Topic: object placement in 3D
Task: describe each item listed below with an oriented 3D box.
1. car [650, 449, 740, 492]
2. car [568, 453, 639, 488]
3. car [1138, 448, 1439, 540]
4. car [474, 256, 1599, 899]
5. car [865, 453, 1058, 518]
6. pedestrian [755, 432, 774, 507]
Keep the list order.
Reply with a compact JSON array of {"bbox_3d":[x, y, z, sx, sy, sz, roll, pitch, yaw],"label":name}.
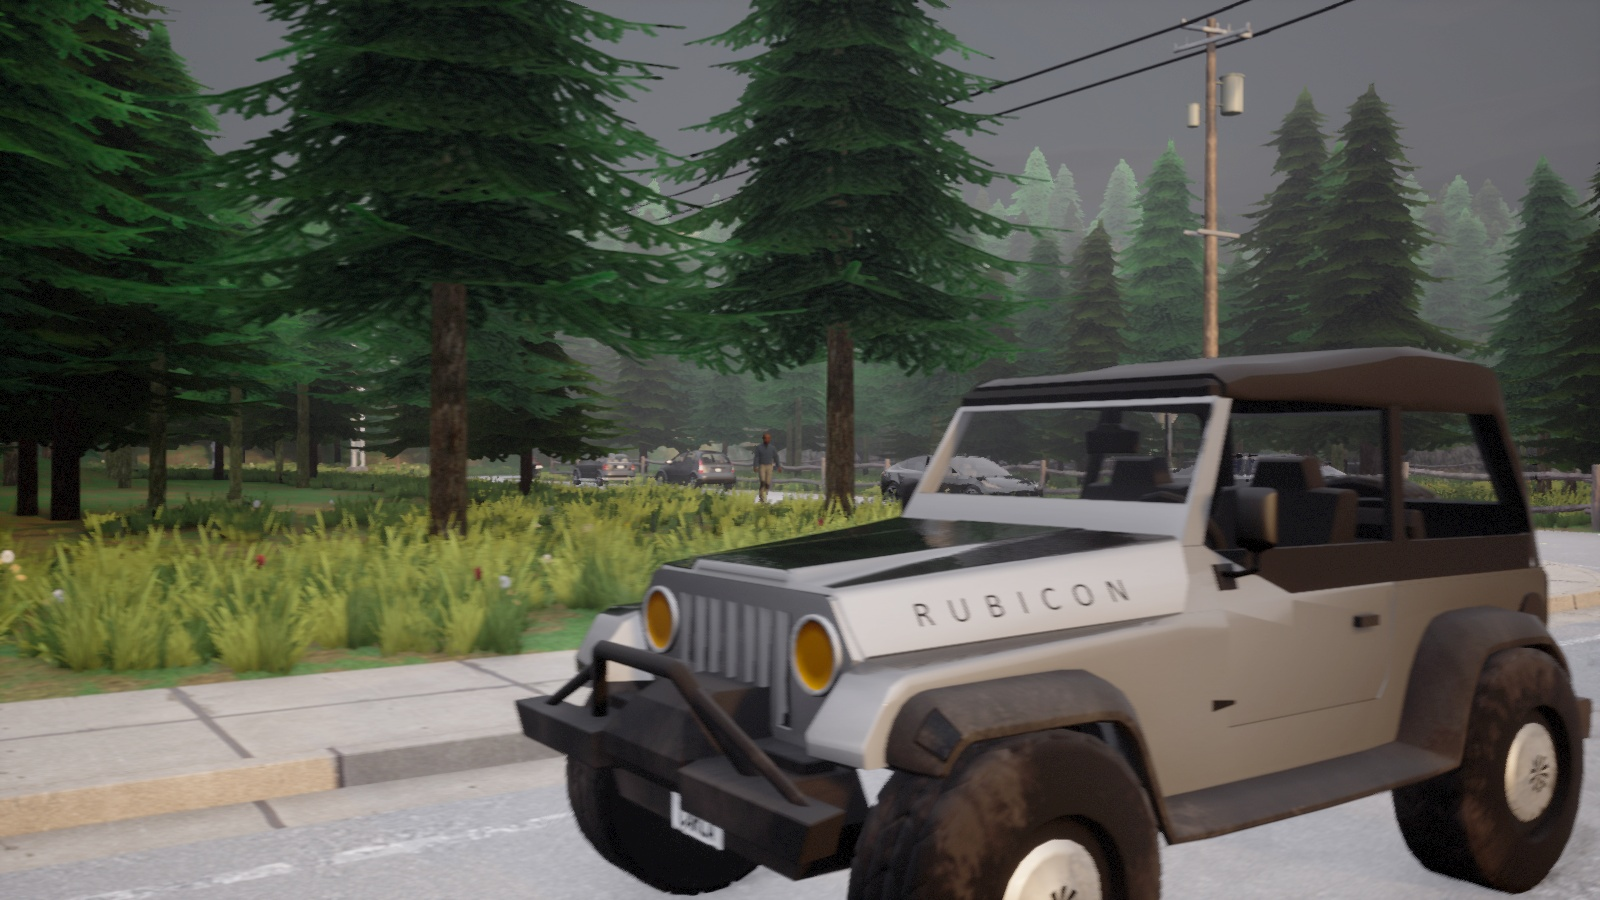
[{"bbox_3d":[-4.201,0.788,49.695,1.851,1.617,3.988,0,0,-34],"label":"car"},{"bbox_3d":[-8.907,0.896,56.769,1.789,1.549,3.705,0,0,-34],"label":"car"},{"bbox_3d":[8.891,0.738,23.303,2.128,1.511,4.902,0,0,-32],"label":"car"},{"bbox_3d":[1.072,0.555,4.408,3.866,1.878,1.905,0,0,-35],"label":"car"},{"bbox_3d":[3.899,0.813,31.212,2.163,1.488,4.792,0,0,-33],"label":"car"},{"bbox_3d":[-0.885,0.476,31.091,0.370,1.835,0.726,0,0,-9],"label":"pedestrian"}]
